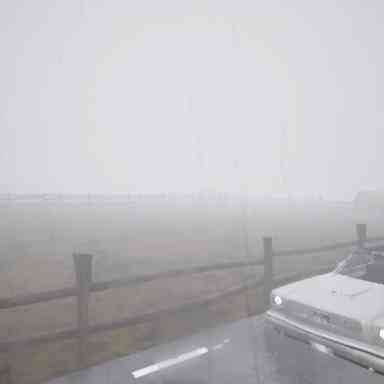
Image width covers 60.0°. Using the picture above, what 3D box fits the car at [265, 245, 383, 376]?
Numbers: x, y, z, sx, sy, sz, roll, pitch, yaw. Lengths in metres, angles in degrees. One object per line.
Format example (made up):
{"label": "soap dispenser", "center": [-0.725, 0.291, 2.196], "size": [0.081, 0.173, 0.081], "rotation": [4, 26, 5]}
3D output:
{"label": "car", "center": [3.382, 1.630, 5.437], "size": [4.718, 1.301, 1.895], "rotation": [0, 0, -36]}
